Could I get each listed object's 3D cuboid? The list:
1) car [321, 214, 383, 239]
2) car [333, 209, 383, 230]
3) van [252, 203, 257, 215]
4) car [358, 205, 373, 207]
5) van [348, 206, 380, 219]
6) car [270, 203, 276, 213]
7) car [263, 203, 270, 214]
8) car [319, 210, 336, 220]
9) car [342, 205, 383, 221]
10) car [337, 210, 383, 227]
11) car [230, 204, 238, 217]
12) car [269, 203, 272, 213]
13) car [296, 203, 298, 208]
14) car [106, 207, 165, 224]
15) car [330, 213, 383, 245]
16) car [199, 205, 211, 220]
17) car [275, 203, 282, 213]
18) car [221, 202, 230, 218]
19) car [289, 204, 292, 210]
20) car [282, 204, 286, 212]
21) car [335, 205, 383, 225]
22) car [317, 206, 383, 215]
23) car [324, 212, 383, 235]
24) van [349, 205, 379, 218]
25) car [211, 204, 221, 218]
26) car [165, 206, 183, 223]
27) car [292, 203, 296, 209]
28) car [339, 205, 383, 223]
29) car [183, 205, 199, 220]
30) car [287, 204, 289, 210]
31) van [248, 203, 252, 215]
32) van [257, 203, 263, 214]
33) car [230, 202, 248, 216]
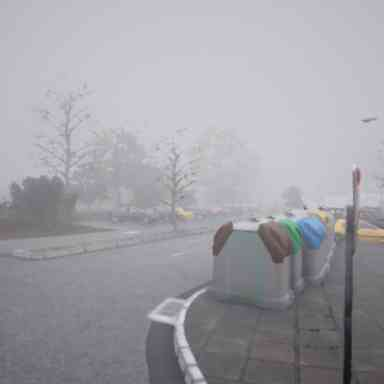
[{"bbox_3d":[12.311,2.536,24.737,4.674,1.452,2.002,2,-1,8],"label":"car"},{"bbox_3d":[16.562,2.662,32.720,4.553,1.767,2.185,2,-1,8],"label":"car"},{"bbox_3d":[8.129,2.787,55.288,4.442,1.987,1.878,1,-2,8],"label":"van"},{"bbox_3d":[17.985,2.633,35.360,5.566,2.045,2.435,2,-1,8],"label":"car"},{"bbox_3d":[29.182,3.423,56.595,4.442,1.987,1.878,2,-1,8],"label":"van"},{"bbox_3d":[13.614,3.424,65.806,4.792,1.488,2.163,1,-2,8],"label":"car"},{"bbox_3d":[10.984,3.202,60.528,5.366,1.575,1.946,1,-2,8],"label":"car"},{"bbox_3d":[20.290,3.364,49.788,1.895,1.301,4.718,1,-1,28],"label":"car"},{"bbox_3d":[26.506,3.211,51.277,5.566,2.045,2.435,2,-1,8],"label":"car"},{"bbox_3d":[19.387,3.009,38.012,4.792,1.488,2.163,2,-1,8],"label":"car"},{"bbox_3d":[3.823,2.765,47.413,4.674,1.452,2.002,1,-2,8],"label":"car"},{"bbox_3d":[12.162,3.327,63.179,4.792,1.488,2.163,1,-1,8],"label":"car"},{"bbox_3d":[24.443,4.183,86.920,4.792,1.488,2.163,1,-2,6],"label":"car"},{"bbox_3d":[-5.349,2.097,30.188,4.892,1.521,2.231,1,-2,8],"label":"car"},{"bbox_3d":[9.642,2.284,19.394,5.366,1.575,1.946,2,-1,8],"label":"car"},{"bbox_3d":[-0.533,2.455,39.166,4.792,1.488,2.163,1,-2,8],"label":"car"},{"bbox_3d":[14.953,3.238,68.443,5.566,2.045,2.435,1,-1,8],"label":"car"},{"bbox_3d":[2.462,2.504,44.779,4.553,1.767,2.185,1,-1,8],"label":"car"},{"bbox_3d":[20.455,3.870,78.964,5.008,1.535,2.097,1,-1,7],"label":"car"},{"bbox_3d":[16.544,3.584,71.044,5.366,1.575,1.946,1,-2,8],"label":"car"},{"bbox_3d":[20.810,2.825,40.666,5.566,2.045,2.435,2,-1,8],"label":"car"},{"bbox_3d":[10.925,2.141,22.088,5.566,2.045,2.435,2,-1,8],"label":"car"},{"bbox_3d":[13.746,2.596,27.400,5.008,1.535,2.097,2,-1,8],"label":"car"},{"bbox_3d":[31.999,3.615,61.917,4.442,1.987,1.878,2,-1,8],"label":"van"},{"bbox_3d":[1.004,2.408,42.168,4.553,1.767,2.185,1,-2,8],"label":"car"},{"bbox_3d":[-3.743,2.208,33.177,4.892,1.521,2.231,1,-1,8],"label":"car"},{"bbox_3d":[23.071,4.088,84.260,4.792,1.488,2.163,1,-1,7],"label":"car"},{"bbox_3d":[23.687,3.019,45.975,5.566,2.045,2.435,2,-1,8],"label":"car"},{"bbox_3d":[-2.339,2.310,36.193,5.366,1.575,1.946,1,-1,8],"label":"car"},{"bbox_3d":[19.129,3.650,76.328,4.553,1.767,2.185,1,-1,7],"label":"car"},{"bbox_3d":[6.736,2.692,52.658,4.442,1.987,1.878,1,-2,8],"label":"van"},{"bbox_3d":[9.524,2.883,57.918,4.442,1.987,1.878,1,-2,8],"label":"van"},{"bbox_3d":[5.196,2.569,50.047,5.566,2.045,2.435,1,-1,8],"label":"car"}]
